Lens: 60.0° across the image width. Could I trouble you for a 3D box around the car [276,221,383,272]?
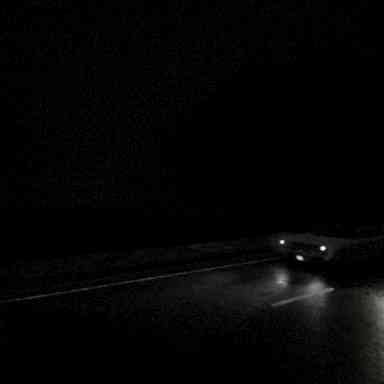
[{"bbox_3d":[5.043,1.696,11.276,4.718,1.301,1.895,1,0,-36],"label":"car"}]
